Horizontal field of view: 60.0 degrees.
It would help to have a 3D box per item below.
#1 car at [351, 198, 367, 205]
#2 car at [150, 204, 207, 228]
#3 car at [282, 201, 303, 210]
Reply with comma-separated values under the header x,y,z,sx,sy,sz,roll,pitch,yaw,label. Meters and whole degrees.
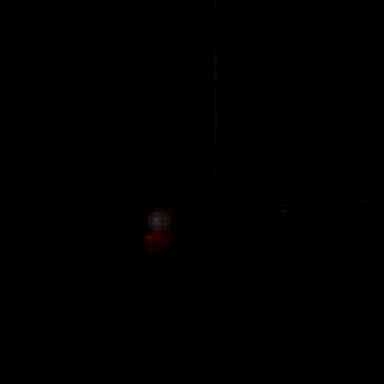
x,y,z,sx,sy,sz,roll,pitch,yaw,label
38.610,2.096,77.609,2.097,1.767,4.553,-1,-1,36,car
-0.791,1.629,22.962,1.837,1.490,4.892,-1,-2,36,car
14.876,2.025,49.311,1.895,1.301,4.718,-1,-1,36,car
